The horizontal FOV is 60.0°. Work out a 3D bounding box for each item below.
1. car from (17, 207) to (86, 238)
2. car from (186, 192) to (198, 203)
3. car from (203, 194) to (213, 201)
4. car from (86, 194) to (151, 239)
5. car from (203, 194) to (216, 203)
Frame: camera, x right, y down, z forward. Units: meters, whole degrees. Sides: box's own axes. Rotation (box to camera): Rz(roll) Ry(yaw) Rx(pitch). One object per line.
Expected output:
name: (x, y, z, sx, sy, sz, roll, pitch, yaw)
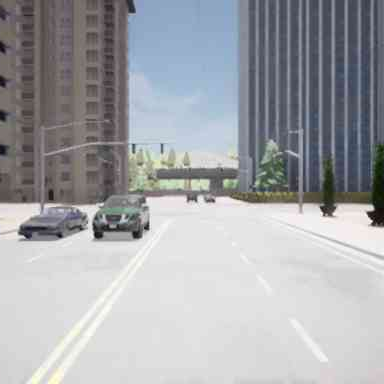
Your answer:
car: (-6.998, 1.496, 17.518, 2.033, 1.411, 5.357, 0, 0, 0)
car: (0.012, 1.034, 63.758, 2.150, 2.045, 5.566, 0, 0, 0)
car: (3.514, 1.226, 73.948, 1.837, 1.490, 4.892, 0, 0, 0)
car: (-3.498, 1.154, 17.476, 2.150, 2.045, 5.566, 0, 0, 0)
car: (3.512, 1.413, 63.754, 1.895, 1.301, 4.718, 0, 0, 0)
